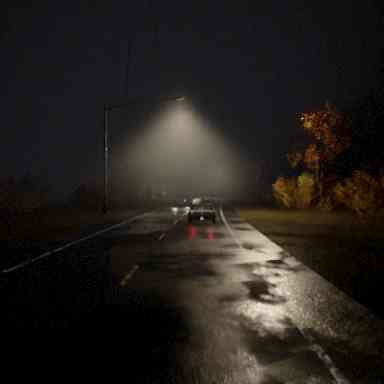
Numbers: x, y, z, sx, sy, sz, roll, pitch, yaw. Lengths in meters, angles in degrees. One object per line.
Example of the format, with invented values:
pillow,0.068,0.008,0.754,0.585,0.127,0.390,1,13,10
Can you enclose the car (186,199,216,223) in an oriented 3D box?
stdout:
car,0.773,1.466,24.309,1.895,1.301,4.718,0,0,3

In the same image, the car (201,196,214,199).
car,1.948,1.257,41.360,2.128,1.511,4.902,0,0,5

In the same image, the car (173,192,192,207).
car,-1.212,1.060,46.816,2.150,2.045,5.566,0,0,5
